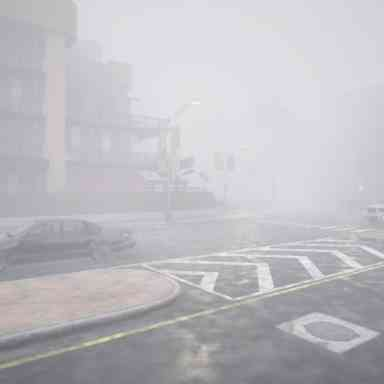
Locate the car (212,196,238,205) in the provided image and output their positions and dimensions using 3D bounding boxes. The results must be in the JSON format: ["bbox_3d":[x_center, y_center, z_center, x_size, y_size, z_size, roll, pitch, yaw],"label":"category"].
[{"bbox_3d":[6.113,1.491,61.572,2.128,1.511,4.902,0,0,-35],"label":"car"}]

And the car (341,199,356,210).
[{"bbox_3d":[20.702,1.505,40.686,1.837,1.490,4.892,0,0,-35],"label":"car"}]

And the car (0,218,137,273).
[{"bbox_3d":[-4.484,1.547,10.624,5.357,1.411,2.033,0,0,-35],"label":"car"}]

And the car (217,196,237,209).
[{"bbox_3d":[4.070,1.491,45.821,2.128,1.511,4.902,0,0,-35],"label":"car"}]

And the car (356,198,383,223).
[{"bbox_3d":[14.858,1.221,23.462,5.566,2.045,2.150,0,-1,-15],"label":"car"}]
